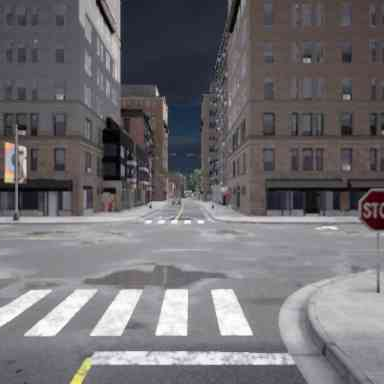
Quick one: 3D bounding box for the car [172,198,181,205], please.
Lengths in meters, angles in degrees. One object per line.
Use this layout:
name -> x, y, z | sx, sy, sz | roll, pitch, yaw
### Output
car -> -3.186, 1.979, 68.760 | 2.128, 1.511, 4.902 | 0, -1, -2
